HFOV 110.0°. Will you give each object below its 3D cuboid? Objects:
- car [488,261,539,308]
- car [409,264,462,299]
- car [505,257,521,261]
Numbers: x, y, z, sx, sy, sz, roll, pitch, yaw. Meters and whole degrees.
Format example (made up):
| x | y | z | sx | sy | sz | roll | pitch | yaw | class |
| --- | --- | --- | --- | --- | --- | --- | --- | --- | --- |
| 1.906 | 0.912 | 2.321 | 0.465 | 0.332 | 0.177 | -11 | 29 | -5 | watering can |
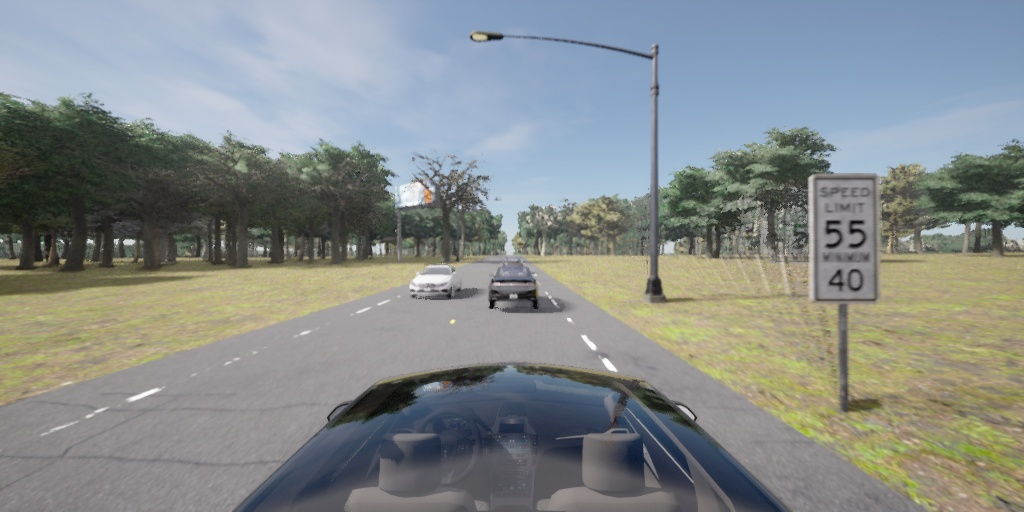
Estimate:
| x | y | z | sx | sy | sz | roll | pitch | yaw | class |
| --- | --- | --- | --- | --- | --- | --- | --- | --- | --- |
| 0.064 | 1.151 | 14.637 | 2.128 | 1.511 | 4.902 | 0 | 1 | 0 | car |
| -3.562 | 1.154 | 17.502 | 1.812 | 1.442 | 4.674 | 0 | 0 | 0 | car |
| 0.081 | 0.867 | 34.859 | 2.128 | 1.511 | 4.902 | 0 | 1 | 0 | car |
